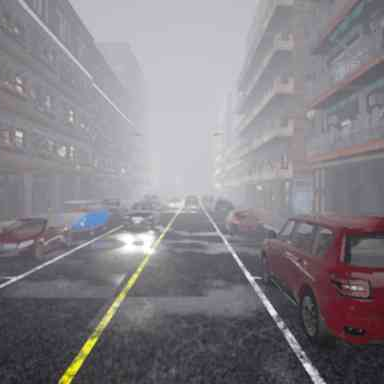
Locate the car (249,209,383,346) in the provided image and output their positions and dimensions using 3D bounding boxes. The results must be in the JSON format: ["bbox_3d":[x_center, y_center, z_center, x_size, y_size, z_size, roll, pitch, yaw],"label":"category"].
[{"bbox_3d":[2.677,1.300,6.296,2.192,1.841,5.009,-1,0,0],"label":"car"}]

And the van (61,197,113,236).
[{"bbox_3d":[-5.685,1.299,17.655,1.690,1.788,3.998,-1,0,0],"label":"van"}]

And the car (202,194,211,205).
[{"bbox_3d":[2.678,1.186,57.270,2.192,1.841,5.009,-1,0,0],"label":"car"}]

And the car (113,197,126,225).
[{"bbox_3d":[-5.713,1.260,23.318,2.192,1.841,5.009,-1,0,0],"label":"car"}]

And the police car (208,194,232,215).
[{"bbox_3d":[3.001,1.348,33.171,1.930,1.638,5.238,0,0,0],"label":"police car"}]

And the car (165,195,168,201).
[{"bbox_3d":[-5.698,1.437,57.303,1.947,1.339,4.313,-1,0,0],"label":"car"}]

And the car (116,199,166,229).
[{"bbox_3d":[-3.098,1.441,21.310,2.128,1.511,4.902,0,0,0],"label":"car"}]

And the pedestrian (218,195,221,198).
[{"bbox_3d":[3.002,1.210,36.168,0.375,1.860,0.375,-1,1,-5],"label":"pedestrian"}]

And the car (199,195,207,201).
[{"bbox_3d":[2.683,1.408,79.926,1.802,1.307,4.206,-1,0,0],"label":"car"}]

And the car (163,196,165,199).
[{"bbox_3d":[-5.700,1.323,51.638,1.967,1.590,4.097,-1,0,0],"label":"car"}]

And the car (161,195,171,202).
[{"bbox_3d":[-5.698,1.363,74.125,1.752,1.417,4.829,-1,0,0],"label":"car"}]

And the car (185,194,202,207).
[{"bbox_3d":[0.031,1.237,50.087,2.097,1.767,4.553,0,0,1],"label":"car"}]

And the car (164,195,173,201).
[{"bbox_3d":[-5.698,1.352,79.789,1.752,1.417,4.829,-1,0,0],"label":"car"}]

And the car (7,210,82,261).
[{"bbox_3d":[-5.670,1.553,11.991,1.802,1.307,4.206,-1,0,0],"label":"car"}]

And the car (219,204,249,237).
[{"bbox_3d":[2.680,1.540,17.624,1.802,1.307,4.206,-1,0,0],"label":"car"}]

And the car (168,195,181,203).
[{"bbox_3d":[-3.022,1.461,62.434,1.895,1.301,4.718,0,0,1],"label":"car"}]

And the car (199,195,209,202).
[{"bbox_3d":[2.682,1.403,74.262,1.947,1.339,4.313,-1,0,0],"label":"car"}]

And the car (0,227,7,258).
[{"bbox_3d":[-5.667,1.566,6.327,1.802,1.307,4.206,-1,0,0],"label":"car"}]

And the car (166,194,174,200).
[{"bbox_3d":[-5.698,1.340,85.453,1.752,1.417,4.829,-1,0,0],"label":"car"}]

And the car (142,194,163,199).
[{"bbox_3d":[-5.702,1.210,45.975,2.192,1.841,5.009,-1,0,0],"label":"car"}]
